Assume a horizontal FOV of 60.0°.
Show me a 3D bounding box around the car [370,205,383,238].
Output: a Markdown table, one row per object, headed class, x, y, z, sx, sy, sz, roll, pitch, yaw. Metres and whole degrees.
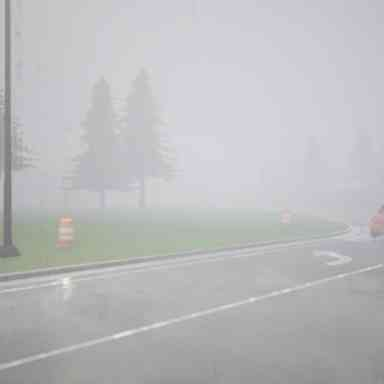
| class | x | y | z | sx | sy | sz | roll | pitch | yaw |
| --- | --- | --- | --- | --- | --- | --- | --- | --- | --- |
| car | 10.548 | 1.333 | 16.740 | 2.097 | 1.767 | 4.553 | 0 | 0 | 40 |
